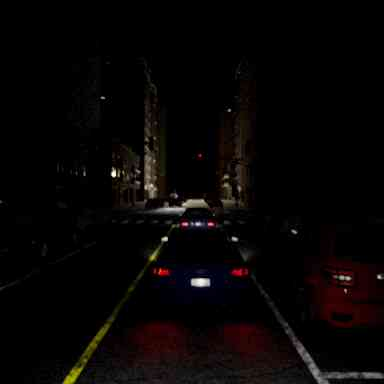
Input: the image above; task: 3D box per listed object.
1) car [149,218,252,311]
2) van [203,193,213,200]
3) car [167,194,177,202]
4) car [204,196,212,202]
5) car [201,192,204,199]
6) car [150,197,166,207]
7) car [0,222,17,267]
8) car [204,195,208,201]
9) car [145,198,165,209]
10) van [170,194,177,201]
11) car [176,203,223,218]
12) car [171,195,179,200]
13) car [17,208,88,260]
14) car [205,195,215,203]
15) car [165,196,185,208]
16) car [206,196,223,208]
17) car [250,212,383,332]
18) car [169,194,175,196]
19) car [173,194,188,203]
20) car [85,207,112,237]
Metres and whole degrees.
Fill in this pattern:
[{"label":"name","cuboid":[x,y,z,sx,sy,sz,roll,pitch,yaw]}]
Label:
[{"label":"car","cuboid":[0.184,1.560,7.865,1.994,1.385,4.181,0,0,1]},{"label":"van","cuboid":[3.515,1.315,62.021,1.690,1.788,3.998,1,0,1]},{"label":"car","cuboid":[-4.778,1.411,79.162,1.967,1.590,4.097,1,0,1]},{"label":"car","cuboid":[3.745,1.553,79.039,1.802,1.307,4.206,1,0,1]},{"label":"car","cuboid":[3.593,1.287,67.693,2.192,1.841,5.009,1,0,1]},{"label":"car","cuboid":[-5.166,1.522,50.800,1.887,1.381,4.507,1,0,1]},{"label":"car","cuboid":[-5.768,1.522,6.692,1.752,1.417,4.829,1,0,1]},{"label":"car","cuboid":[3.435,1.557,56.348,1.802,1.307,4.206,1,0,1]},{"label":"car","cuboid":[-5.244,1.524,45.128,1.887,1.381,4.507,1,0,1]},{"label":"van","cuboid":[-4.700,1.312,84.834,1.690,1.788,3.998,1,0,1]},{"label":"car","cuboid":[0.287,1.539,17.928,2.033,1.411,5.357,0,0,0]},{"label":"car","cuboid":[-4.625,1.552,90.506,1.802,1.307,4.206,1,0,1]},{"label":"car","cuboid":[-5.689,1.539,12.486,1.887,1.381,4.507,1,0,1]},{"label":"car","cuboid":[3.358,1.559,50.675,1.802,1.307,4.206,1,0,1]},{"label":"car","cuboid":[-2.435,1.579,48.714,1.895,1.301,4.718,0,0,1]},{"label":"car","cuboid":[3.281,1.561,45.002,1.802,1.307,4.206,1,0,1]},{"label":"car","cuboid":[2.761,1.312,6.737,2.192,1.841,5.009,1,0,1]},{"label":"car","cuboid":[-4.934,1.554,67.817,1.802,1.307,4.206,1,0,1]},{"label":"car","cuboid":[-2.148,1.574,65.260,1.895,1.301,4.718,0,0,1]},{"label":"car","cuboid":[-5.615,1.517,17.940,1.752,1.417,4.829,1,0,1]}]
